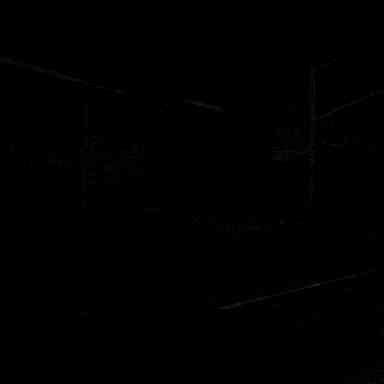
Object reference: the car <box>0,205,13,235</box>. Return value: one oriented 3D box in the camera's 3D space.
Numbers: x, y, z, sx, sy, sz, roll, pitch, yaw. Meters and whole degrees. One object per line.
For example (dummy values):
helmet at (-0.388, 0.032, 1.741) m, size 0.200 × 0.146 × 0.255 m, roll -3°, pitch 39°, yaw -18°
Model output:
car at (-11.453, 1.523, 18.621) m, size 2.242 × 1.667 × 4.611 m, roll 1°, pitch 0°, yaw -36°

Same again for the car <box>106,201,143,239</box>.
car at (-4.324, 1.448, 18.358) m, size 1.905 × 1.878 × 3.866 m, roll 1°, pitch 0°, yaw -36°
